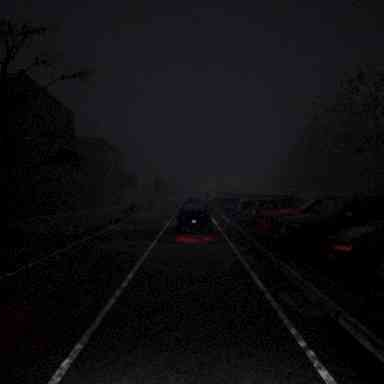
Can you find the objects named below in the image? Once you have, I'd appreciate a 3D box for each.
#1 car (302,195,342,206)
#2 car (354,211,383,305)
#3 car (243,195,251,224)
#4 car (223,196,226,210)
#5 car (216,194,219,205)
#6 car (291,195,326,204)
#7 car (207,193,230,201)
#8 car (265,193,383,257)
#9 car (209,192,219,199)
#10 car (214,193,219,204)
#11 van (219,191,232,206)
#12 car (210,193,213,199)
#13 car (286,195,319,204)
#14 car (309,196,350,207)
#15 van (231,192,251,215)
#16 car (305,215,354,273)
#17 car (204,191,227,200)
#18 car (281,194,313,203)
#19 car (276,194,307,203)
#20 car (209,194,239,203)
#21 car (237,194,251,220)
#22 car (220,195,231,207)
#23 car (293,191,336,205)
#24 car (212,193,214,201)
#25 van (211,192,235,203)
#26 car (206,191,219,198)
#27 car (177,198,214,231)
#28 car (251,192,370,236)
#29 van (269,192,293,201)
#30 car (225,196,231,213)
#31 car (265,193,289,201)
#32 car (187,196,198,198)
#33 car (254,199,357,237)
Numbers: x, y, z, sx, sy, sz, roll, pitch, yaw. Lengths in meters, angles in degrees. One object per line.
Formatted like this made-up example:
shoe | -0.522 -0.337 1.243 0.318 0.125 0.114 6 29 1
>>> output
car | 18.708 1.207 48.086 5.008 1.535 2.097 0 0 0
car | 5.711 1.328 5.837 4.553 1.767 2.185 0 0 0
car | 5.633 1.244 19.853 4.553 1.767 2.185 0 0 0
car | 5.623 1.333 31.067 4.792 1.488 2.163 0 0 0
car | 5.672 1.282 39.477 4.792 1.488 2.163 0 0 0
car | 18.736 1.215 53.656 4.792 1.488 2.163 0 0 0
car | 5.583 1.014 70.310 4.553 1.767 2.185 0 0 0
car | 5.645 1.169 11.443 5.566 2.045 2.435 0 0 0
car | 5.624 1.187 53.485 4.892 1.521 2.231 0 0 0
car | 5.826 1.233 42.280 5.366 1.575 1.946 0 0 0
van | 5.529 1.044 36.672 4.442 1.987 1.878 0 0 0
car | 5.602 1.226 50.687 4.792 1.488 2.163 0 0 0
car | 18.675 1.207 56.441 4.792 1.488 2.163 0 0 0
car | 18.714 1.259 45.425 4.674 1.452 2.002 0 0 0
van | 5.542 1.111 25.459 4.442 1.987 1.878 0 0 0
car | 5.674 1.477 8.641 4.674 1.452 2.002 0 0 0
car | 5.647 0.885 81.521 5.566 2.045 2.435 0 0 0
car | 18.696 1.170 59.225 5.008 1.535 2.097 0 0 0
car | 18.513 1.159 62.012 5.366 1.575 1.946 0 0 0
car | 5.617 1.170 59.096 5.008 1.535 2.097 0 0 0
car | 5.693 1.228 22.656 4.553 1.767 2.185 0 0 0
car | 5.620 1.316 33.870 4.792 1.488 2.163 0 0 0
car | 18.682 0.944 50.871 5.566 2.045 2.435 0 0 0
car | 5.632 1.220 45.079 5.008 1.535 2.097 0 0 0
van | 5.736 0.937 61.899 4.442 1.987 1.878 0 0 0
car | 5.653 0.927 56.292 5.566 2.045 2.435 0 0 0
car | 0.104 1.372 19.879 1.882 1.535 5.008 0 0 0
car | 5.642 1.152 14.246 5.566 2.045 2.435 0 0 0
van | 18.810 0.913 70.369 4.442 1.987 1.878 0 0 0
car | 5.650 1.320 28.263 5.008 1.535 2.097 0 0 0
car | 18.663 1.009 73.149 4.553 1.767 2.185 0 0 0
car | 0.111 1.278 40.877 1.837 1.490 4.892 0 0 0
car | 5.636 1.261 17.050 4.553 1.767 2.185 0 0 0
